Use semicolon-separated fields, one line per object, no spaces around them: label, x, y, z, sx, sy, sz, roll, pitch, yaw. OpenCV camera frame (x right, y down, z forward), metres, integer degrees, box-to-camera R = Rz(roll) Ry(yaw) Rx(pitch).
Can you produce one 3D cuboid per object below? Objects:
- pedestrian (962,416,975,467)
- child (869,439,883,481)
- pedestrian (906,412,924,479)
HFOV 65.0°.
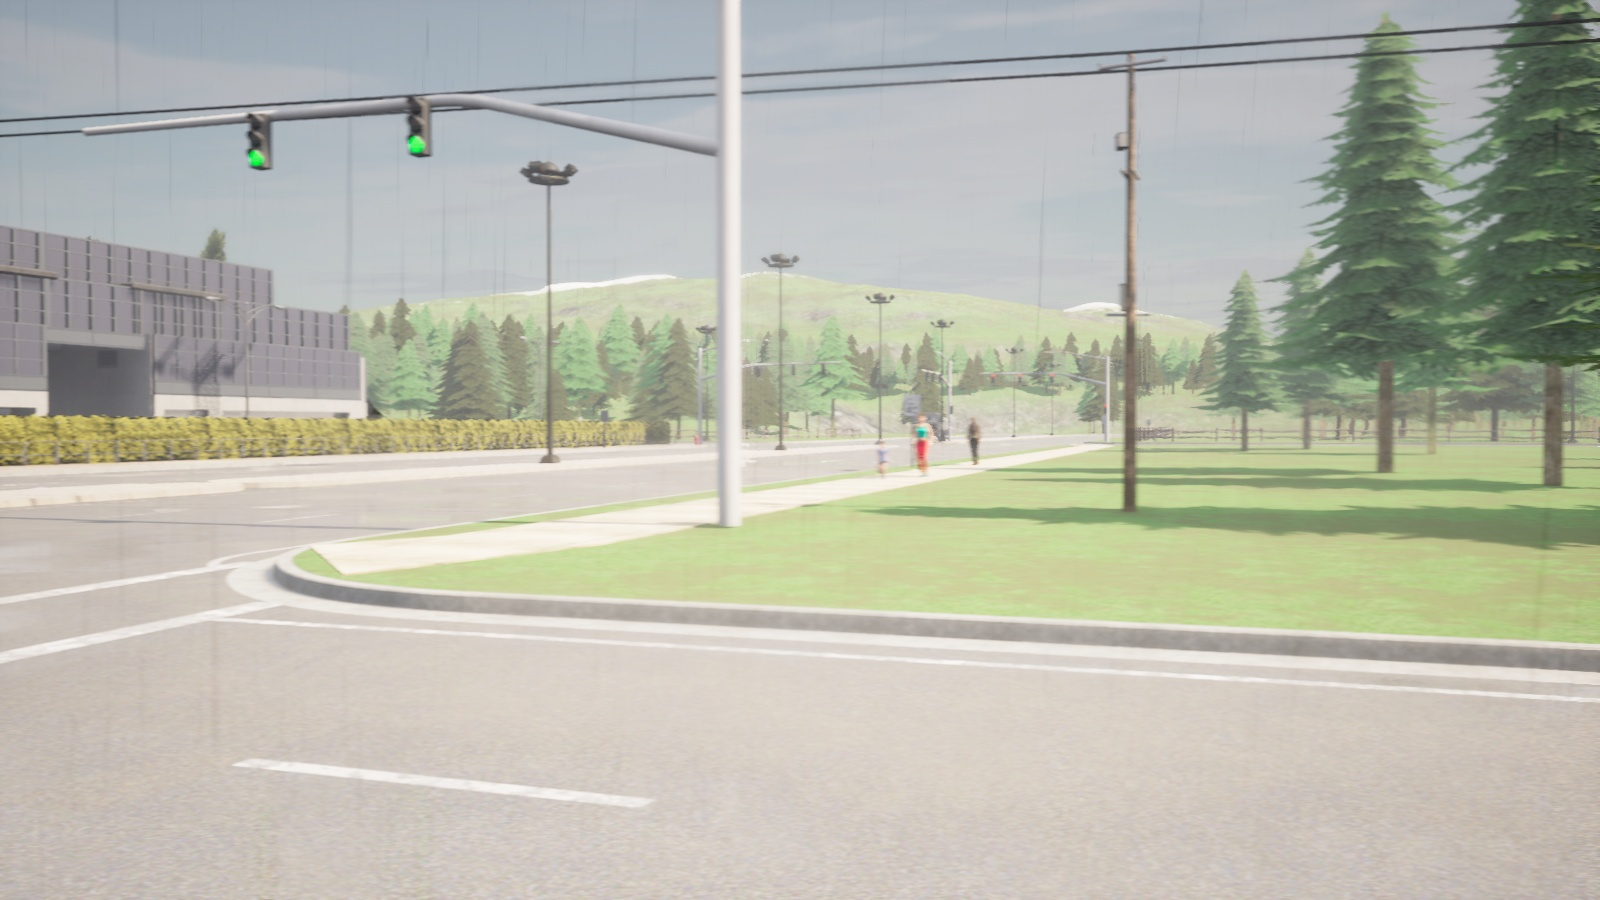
pedestrian;6.085;-0.312;45.296;0.331;1.846;0.634;1;1;18
child;2.029;0.254;33.619;0.255;1.110;0.394;1;1;21
pedestrian;3.179;-0.140;34.741;0.345;1.836;0.594;1;1;18
